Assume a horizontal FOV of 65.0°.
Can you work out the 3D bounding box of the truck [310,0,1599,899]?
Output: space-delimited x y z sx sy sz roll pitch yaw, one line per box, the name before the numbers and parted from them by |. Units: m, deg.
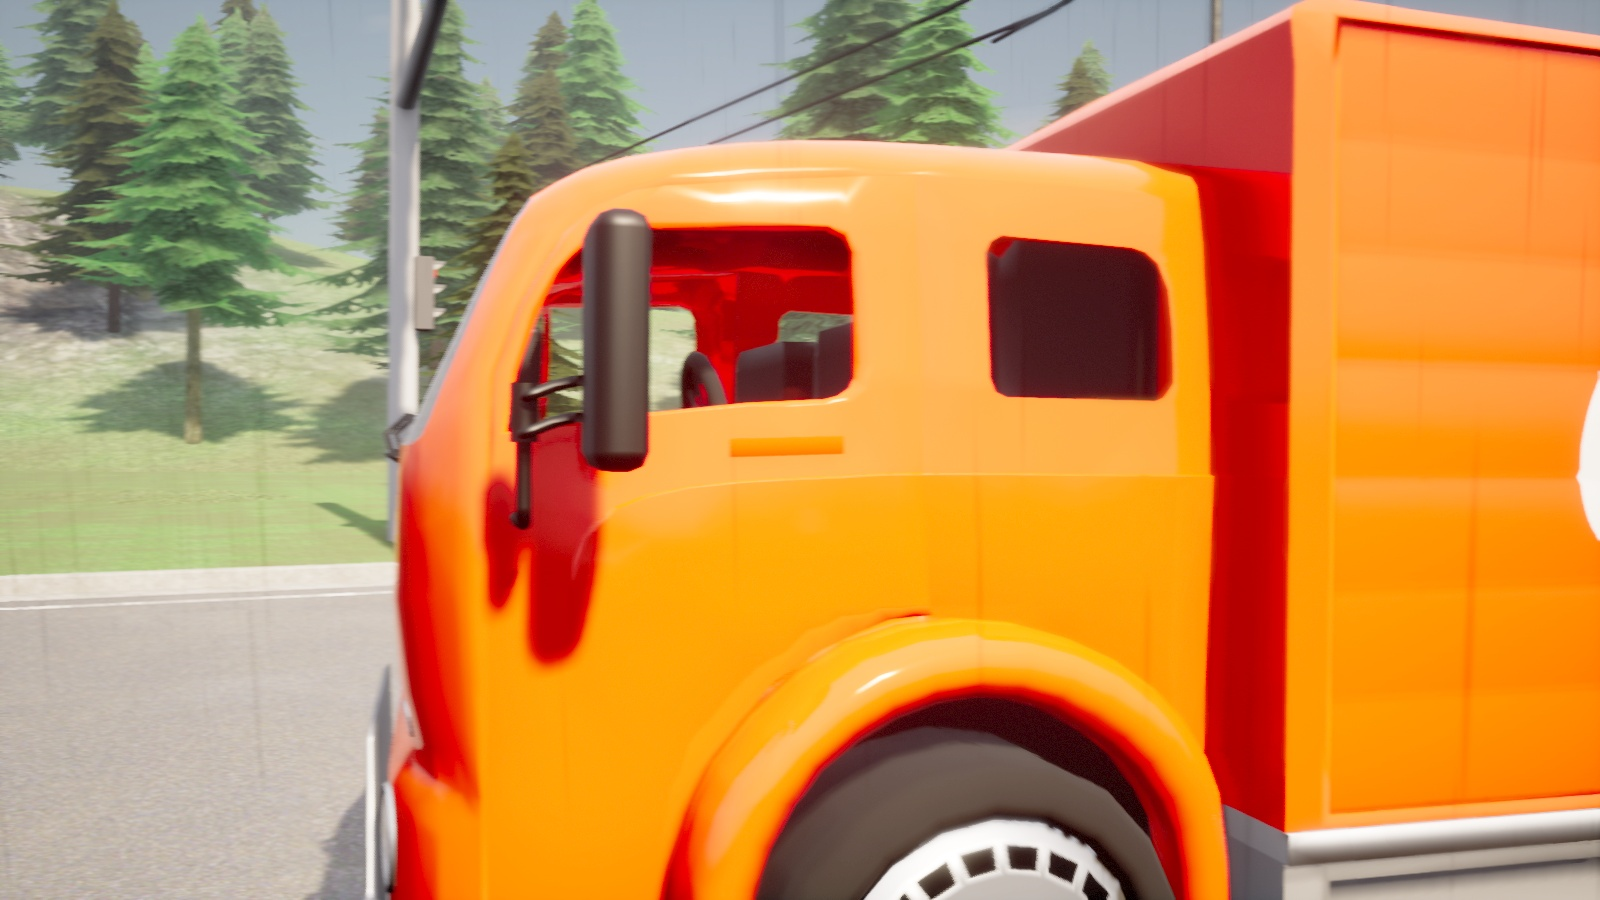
truck | 1.464 0.230 3.756 5.204 2.467 2.627 -1 1 -16
